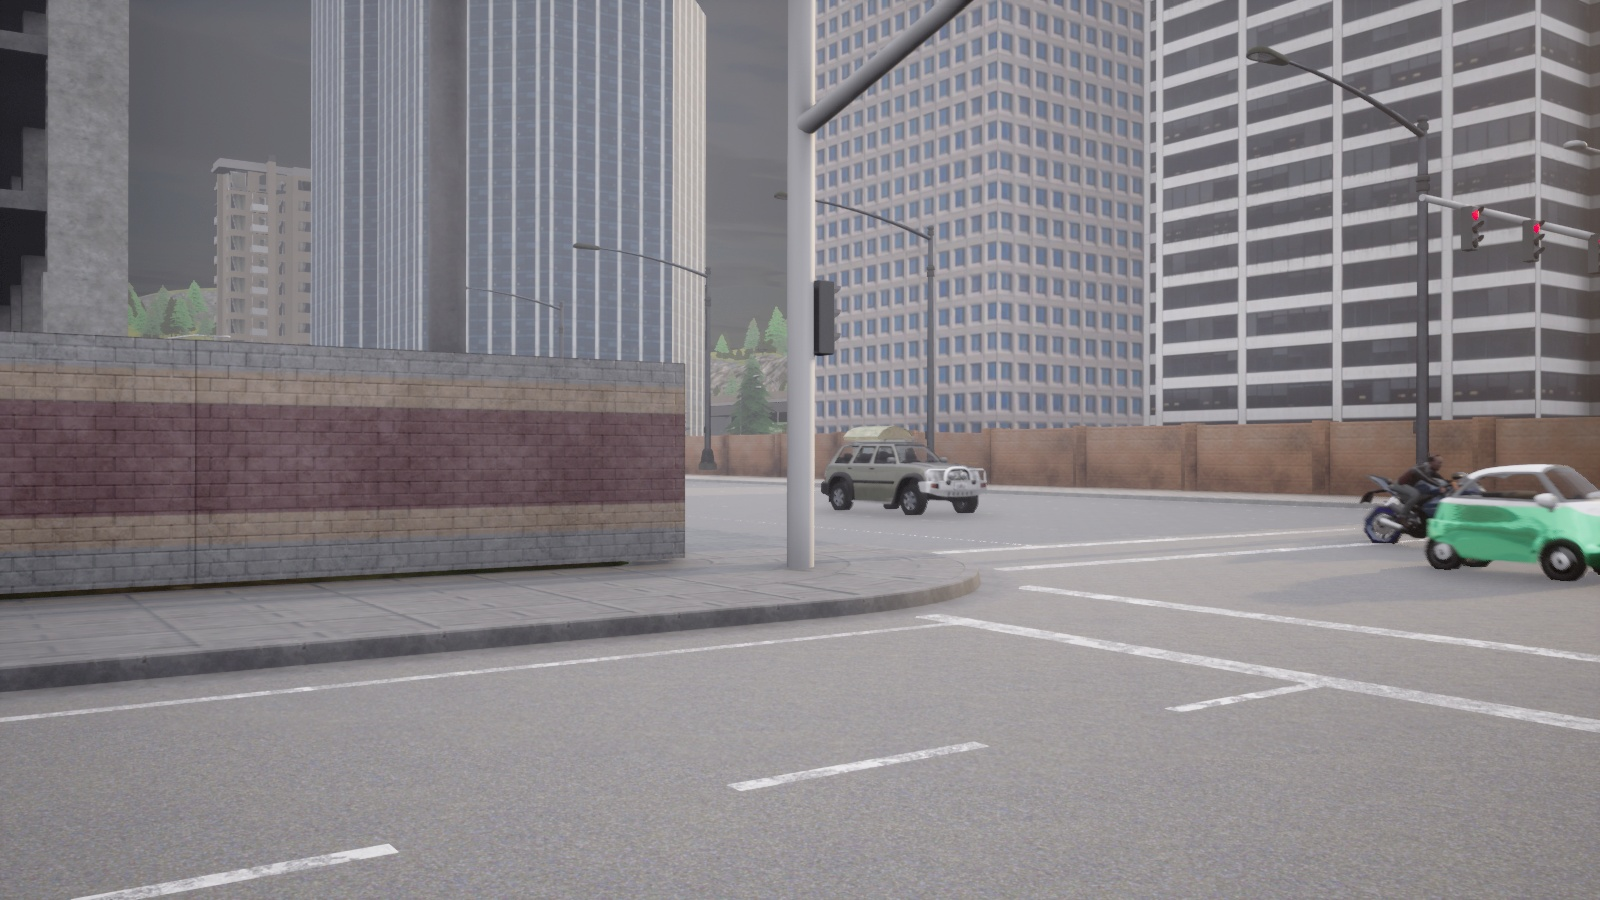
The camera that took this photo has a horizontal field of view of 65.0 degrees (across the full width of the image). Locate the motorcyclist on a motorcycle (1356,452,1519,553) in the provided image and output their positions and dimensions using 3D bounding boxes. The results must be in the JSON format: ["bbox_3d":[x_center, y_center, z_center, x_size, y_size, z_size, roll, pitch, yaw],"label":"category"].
[{"bbox_3d":[10.221,0.808,20.212,0.866,1.530,2.191,0,0,-35],"label":"motorcyclist on a motorcycle"}]

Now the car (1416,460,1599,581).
[{"bbox_3d":[9.141,0.818,15.607,1.481,1.376,2.207,0,-1,-35],"label":"car"}]

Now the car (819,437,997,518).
[{"bbox_3d":[2.585,0.633,31.309,1.932,1.855,4.605,0,0,-35],"label":"car"}]
